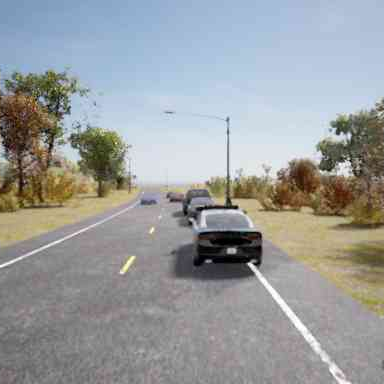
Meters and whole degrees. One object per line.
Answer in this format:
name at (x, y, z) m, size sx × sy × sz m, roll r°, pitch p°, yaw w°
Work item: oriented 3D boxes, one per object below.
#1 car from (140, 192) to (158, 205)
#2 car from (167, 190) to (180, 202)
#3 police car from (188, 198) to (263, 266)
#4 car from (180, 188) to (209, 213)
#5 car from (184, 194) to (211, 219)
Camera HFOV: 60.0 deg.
car at (-5.251, 0.778, 40.724) m, size 1.812 × 1.442 × 4.674 m, roll 0°, pitch 1°, yaw -5°
car at (-2.131, 0.694, 47.187) m, size 1.994 × 1.385 × 4.181 m, roll 0°, pitch 1°, yaw -5°
police car at (0.943, 1.224, 10.925) m, size 1.930 × 1.638 × 5.238 m, roll 0°, pitch 1°, yaw -1°
car at (0.350, 0.726, 26.917) m, size 2.150 × 2.045 × 5.566 m, roll 0°, pitch 1°, yaw -3°
car at (0.638, 1.122, 20.865) m, size 1.837 × 1.490 × 4.892 m, roll 0°, pitch 1°, yaw -2°
